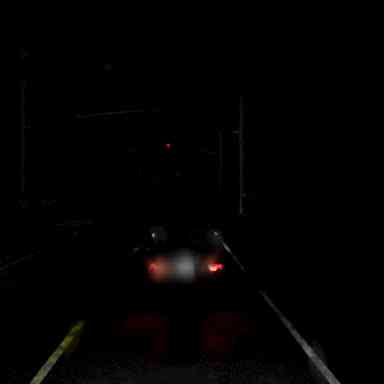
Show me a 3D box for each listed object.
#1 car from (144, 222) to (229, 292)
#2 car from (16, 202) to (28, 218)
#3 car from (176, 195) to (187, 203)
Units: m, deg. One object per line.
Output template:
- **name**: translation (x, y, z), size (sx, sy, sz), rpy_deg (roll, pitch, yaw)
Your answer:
- **car**: translation (-0.175, 1.514, 8.983), size (2.033, 1.411, 5.357), rpy_deg (0, 0, -1)
- **car**: translation (-15.427, 1.380, 25.900), size (4.902, 1.511, 2.128), rpy_deg (0, 0, -3)
- **car**: translation (-1.980, 1.296, 63.453), size (1.812, 1.442, 4.674), rpy_deg (0, 0, -2)
